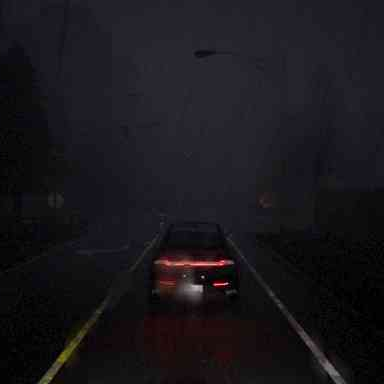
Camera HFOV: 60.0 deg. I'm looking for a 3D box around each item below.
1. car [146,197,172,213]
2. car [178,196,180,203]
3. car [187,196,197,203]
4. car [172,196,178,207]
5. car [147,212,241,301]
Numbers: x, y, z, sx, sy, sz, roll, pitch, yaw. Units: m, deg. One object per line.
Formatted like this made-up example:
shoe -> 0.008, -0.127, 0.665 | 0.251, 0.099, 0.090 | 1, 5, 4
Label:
car -> -3.768, 1.505, 36.306 | 1.837, 1.490, 4.892 | 0, 0, 4
car -> -3.454, 1.477, 69.477 | 1.882, 1.535, 5.008 | 0, 0, 0
car -> 0.047, 1.491, 69.512 | 2.128, 1.511, 4.902 | 0, 0, 0
car -> -3.555, 1.525, 52.435 | 1.812, 1.442, 4.674 | 0, 0, 0
car -> 0.059, 1.492, 8.281 | 2.128, 1.511, 4.902 | 0, 0, 0
